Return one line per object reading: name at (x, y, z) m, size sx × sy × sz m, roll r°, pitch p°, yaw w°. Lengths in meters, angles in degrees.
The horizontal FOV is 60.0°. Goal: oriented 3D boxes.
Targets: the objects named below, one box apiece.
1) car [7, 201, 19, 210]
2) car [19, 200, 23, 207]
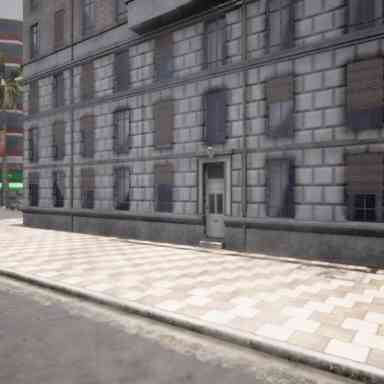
car at (-20.842, 1.564, 41.796) m, size 1.994 × 1.385 × 4.181 m, roll 0°, pitch 0°, yaw 36°
car at (-17.746, 1.526, 40.112) m, size 1.812 × 1.442 × 4.674 m, roll 0°, pitch 0°, yaw 36°
